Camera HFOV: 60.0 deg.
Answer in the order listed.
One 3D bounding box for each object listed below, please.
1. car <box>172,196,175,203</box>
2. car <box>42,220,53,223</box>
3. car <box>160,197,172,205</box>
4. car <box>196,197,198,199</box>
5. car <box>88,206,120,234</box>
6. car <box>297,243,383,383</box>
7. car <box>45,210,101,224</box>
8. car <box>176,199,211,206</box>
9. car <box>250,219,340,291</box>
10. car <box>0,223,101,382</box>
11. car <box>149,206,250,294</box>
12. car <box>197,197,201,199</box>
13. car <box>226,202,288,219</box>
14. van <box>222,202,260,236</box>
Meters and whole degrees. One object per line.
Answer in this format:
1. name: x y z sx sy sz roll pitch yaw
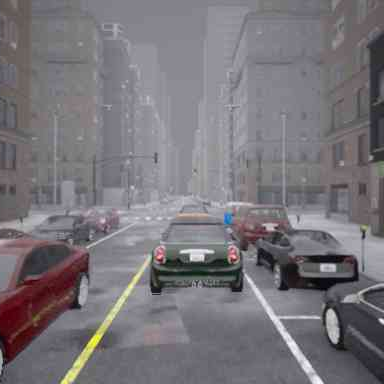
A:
1. car: -6.530 2.204 92.095 2.192 1.841 5.009 0 -1 -1
2. car: -5.664 1.663 9.061 1.802 1.307 4.206 0 -1 0
3. car: -6.164 2.144 75.134 1.967 1.590 4.097 0 -1 -1
4. car: 2.359 2.287 75.307 1.802 1.307 4.206 0 -1 -1
5. car: -5.659 1.619 20.112 1.967 1.590 4.097 0 -1 0
6. car: 2.860 1.583 3.542 2.008 1.369 4.403 0 -1 0
7. car: -5.661 1.696 14.586 1.947 1.339 4.313 0 -1 0
8. car: 0.116 1.532 20.252 2.097 1.767 4.553 0 -1 0
9. car: 2.862 1.647 9.065 1.947 1.339 4.313 0 -1 0
10. car: -3.094 1.524 5.170 1.882 1.535 5.008 0 -1 0
11. car: 0.104 1.434 9.208 2.097 1.767 4.553 0 -1 0
12. car: 2.602 2.033 64.001 1.967 1.590 4.097 0 -1 -1
13. car: 2.865 1.445 14.591 2.192 1.841 5.009 0 -1 0
14. van: 2.868 1.520 20.114 1.690 1.788 3.998 0 -1 0
